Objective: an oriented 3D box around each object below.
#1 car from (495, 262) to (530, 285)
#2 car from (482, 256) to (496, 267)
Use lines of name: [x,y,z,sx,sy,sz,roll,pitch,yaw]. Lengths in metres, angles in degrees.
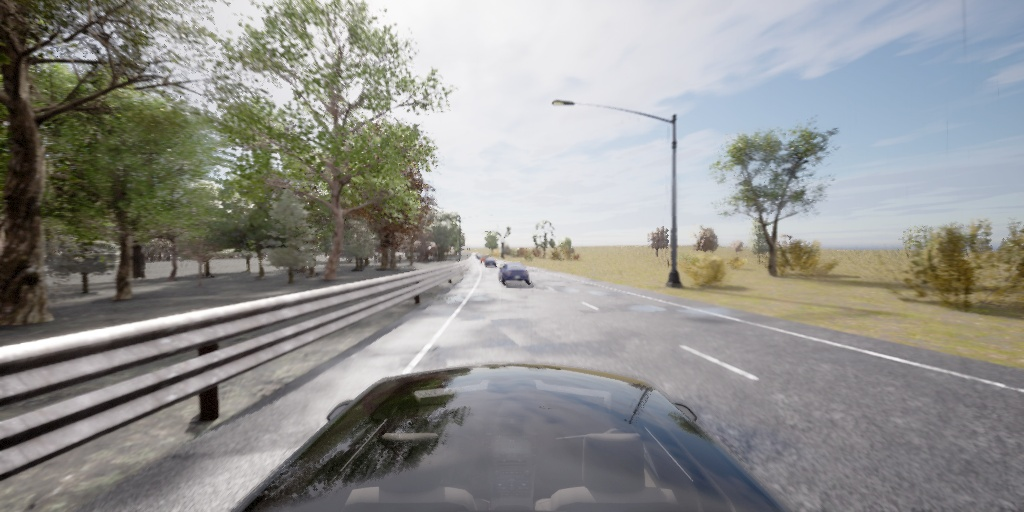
car: [0.096,1.164,24.756,1.812,1.442,4.674,0,0,-6]
car: [-3.498,0.986,57.853,1.812,1.442,4.674,0,0,-6]
